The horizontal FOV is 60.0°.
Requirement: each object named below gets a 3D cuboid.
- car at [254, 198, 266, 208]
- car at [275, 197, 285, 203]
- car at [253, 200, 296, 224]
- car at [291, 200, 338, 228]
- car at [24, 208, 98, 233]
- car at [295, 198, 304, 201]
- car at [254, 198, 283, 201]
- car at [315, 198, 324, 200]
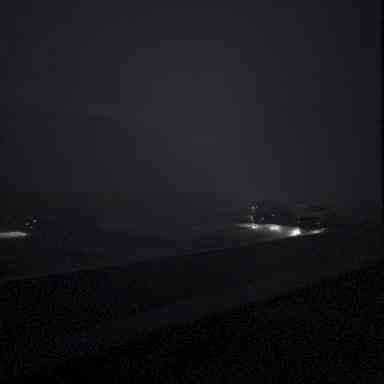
[{"bbox_3d":[11.359,1.779,55.394,1.812,1.442,4.674,0,0,14],"label":"car"},{"bbox_3d":[19.943,1.783,75.405,2.033,1.411,5.357,0,0,14],"label":"car"},{"bbox_3d":[6.394,1.645,25.962,1.812,1.442,4.674,0,0,34],"label":"car"},{"bbox_3d":[8.916,1.585,23.531,1.882,1.535,5.008,0,0,35],"label":"car"},{"bbox_3d":[-7.955,1.661,20.391,4.181,1.385,1.994,0,0,-42],"label":"car"},{"bbox_3d":[20.866,1.840,64.477,2.033,1.411,5.357,0,0,14],"label":"car"},{"bbox_3d":[8.302,1.516,35.898,2.097,1.767,4.553,0,0,26],"label":"car"},{"bbox_3d":[23.907,1.823,62.189,2.033,1.411,5.357,0,0,14],"label":"car"}]
